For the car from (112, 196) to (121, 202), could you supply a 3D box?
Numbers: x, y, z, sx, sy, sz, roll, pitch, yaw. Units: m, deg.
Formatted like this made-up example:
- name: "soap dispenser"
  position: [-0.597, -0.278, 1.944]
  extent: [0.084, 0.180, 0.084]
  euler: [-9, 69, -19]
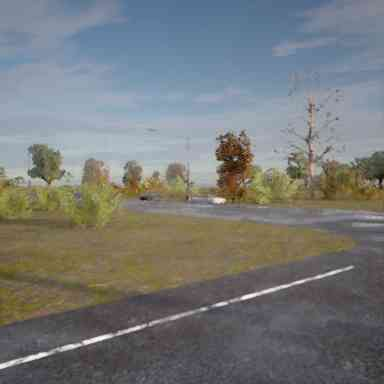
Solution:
- name: "car"
  position: [-12.089, 1.012, 47.455]
  extent: [2.033, 1.411, 5.357]
  euler: [-2, 1, -38]

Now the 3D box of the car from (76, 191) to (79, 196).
- name: "car"
  position: [-27.475, 0.611, 79.253]
  extent: [1.882, 1.535, 5.008]
  euler: [-2, 1, -37]

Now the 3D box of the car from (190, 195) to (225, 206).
- name: "car"
  position: [1.796, 0.978, 40.690]
  extent: [1.895, 1.301, 4.718]
  euler: [-2, 1, -37]

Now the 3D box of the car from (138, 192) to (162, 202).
- name: "car"
  position: [-6.621, 0.809, 51.778]
  extent: [2.128, 1.511, 4.902]
  euler: [-2, 1, -37]
